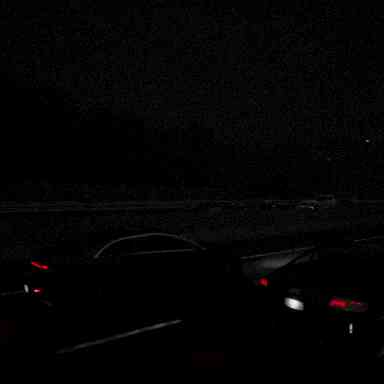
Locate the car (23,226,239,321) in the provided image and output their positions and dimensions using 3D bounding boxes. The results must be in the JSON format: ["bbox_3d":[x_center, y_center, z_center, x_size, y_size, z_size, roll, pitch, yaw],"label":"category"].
[{"bbox_3d":[-0.988,1.524,7.377,4.902,1.511,2.128,0,0,-36],"label":"car"}]

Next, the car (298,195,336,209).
[{"bbox_3d":[15.573,1.427,41.155,5.566,2.045,2.150,0,0,-36],"label":"car"}]

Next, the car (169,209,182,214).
[{"bbox_3d":[0.537,1.603,25.990,5.008,1.535,1.882,0,0,-36],"label":"car"}]

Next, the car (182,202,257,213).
[{"bbox_3d":[1.917,1.643,22.670,4.674,1.442,1.812,0,0,-36],"label":"car"}]

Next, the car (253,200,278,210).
[{"bbox_3d":[8.293,1.687,40.214,4.902,1.511,2.128,0,0,-36],"label":"car"}]

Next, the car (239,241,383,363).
[{"bbox_3d":[3.111,1.610,6.019,4.181,1.385,1.994,0,0,-36],"label":"car"}]
